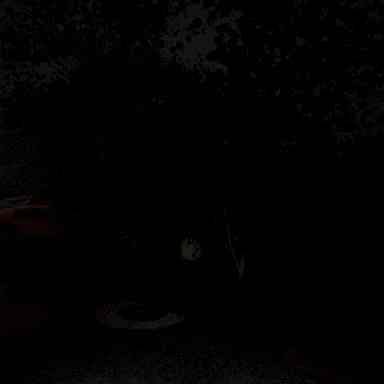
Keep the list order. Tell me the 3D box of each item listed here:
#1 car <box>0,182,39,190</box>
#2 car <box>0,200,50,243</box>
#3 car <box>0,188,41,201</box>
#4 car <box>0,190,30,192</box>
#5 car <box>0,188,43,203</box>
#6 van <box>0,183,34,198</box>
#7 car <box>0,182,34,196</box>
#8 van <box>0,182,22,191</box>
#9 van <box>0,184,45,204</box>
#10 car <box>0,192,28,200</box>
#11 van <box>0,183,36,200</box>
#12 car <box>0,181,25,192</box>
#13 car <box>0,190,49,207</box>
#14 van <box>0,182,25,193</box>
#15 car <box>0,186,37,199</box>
[{"bbox_3d":[-14.981,0.424,29.487,5.566,2.045,2.435,1,2,-30],"label":"car"},{"bbox_3d":[-6.812,1.335,15.182,5.008,1.535,2.097,1,2,-30],"label":"car"},{"bbox_3d":[-20.500,0.282,39.092,4.792,1.488,2.163,1,1,-30],"label":"car"},{"bbox_3d":[-12.419,0.891,24.587,5.366,1.575,1.946,1,2,-30],"label":"car"},{"bbox_3d":[-19.187,0.376,36.804,4.792,1.488,2.163,1,2,-30],"label":"car"},{"bbox_3d":[-24.551,-0.241,46.331,4.442,1.987,1.878,1,1,-30],"label":"van"},{"bbox_3d":[-27.434,-0.442,51.060,5.566,2.045,2.435,1,1,-30],"label":"car"},{"bbox_3d":[-39.781,-1.199,72.851,4.442,1.987,1.878,1,1,-30],"label":"van"},{"bbox_3d":[-17.723,0.227,34.440,4.442,1.987,1.878,1,2,-30],"label":"van"},{"bbox_3d":[-8.155,1.099,17.598,4.553,1.767,2.185,1,2,-30],"label":"car"},{"bbox_3d":[-21.981,-0.068,41.403,4.442,1.987,1.878,1,1,-30],"label":"van"},{"bbox_3d":[-38.527,-1.140,70.377,5.566,2.045,2.435,1,1,-30],"label":"car"},{"bbox_3d":[-16.418,0.593,31.866,4.792,1.488,2.163,1,2,-30],"label":"car"},{"bbox_3d":[-34.266,-0.852,63.247,4.442,1.987,1.878,1,1,-30],"label":"van"},{"bbox_3d":[-23.276,0.070,43.879,5.008,1.535,2.097,1,1,-30],"label":"car"}]
